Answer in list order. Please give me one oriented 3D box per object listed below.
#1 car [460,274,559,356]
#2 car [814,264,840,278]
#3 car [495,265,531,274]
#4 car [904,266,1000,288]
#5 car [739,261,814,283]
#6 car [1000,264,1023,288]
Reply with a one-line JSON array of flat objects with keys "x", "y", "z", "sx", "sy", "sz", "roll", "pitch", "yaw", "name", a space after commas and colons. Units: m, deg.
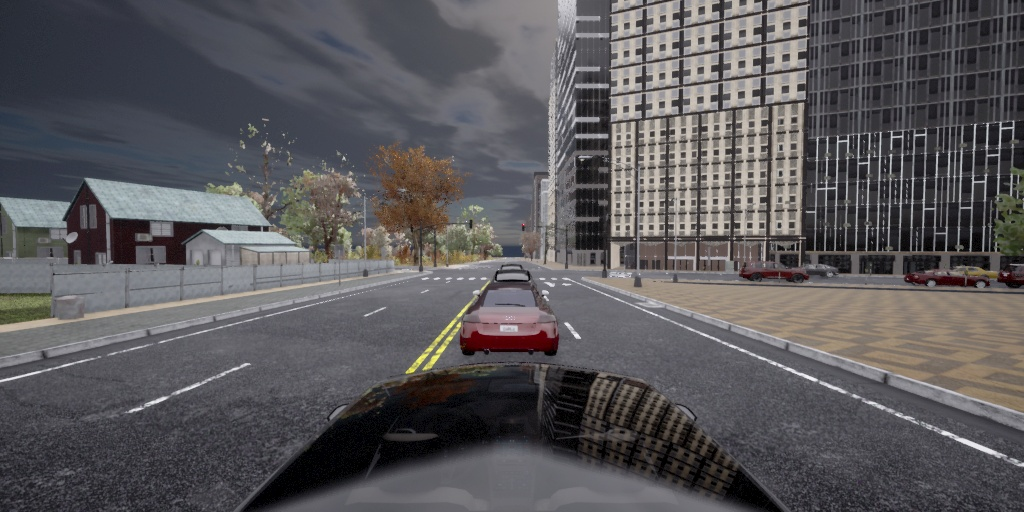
[{"x": -0.032, "y": 1.311, "z": 8.642, "sx": 1.994, "sy": 1.385, "sz": 4.181, "roll": 0, "pitch": 0, "yaw": 1, "name": "car"}, {"x": 31.008, "y": 1.469, "z": 37.171, "sx": 4.403, "sy": 1.370, "sz": 2.007, "roll": 0, "pitch": 0, "yaw": 20, "name": "car"}, {"x": 0.030, "y": 1.251, "z": 14.027, "sx": 1.837, "sy": 1.490, "sz": 4.892, "roll": 0, "pitch": 0, "yaw": 0, "name": "car"}, {"x": 33.631, "y": 1.715, "z": 27.827, "sx": 4.507, "sy": 1.381, "sz": 1.888, "roll": 0, "pitch": 0, "yaw": 20, "name": "car"}, {"x": 22.980, "y": 1.393, "z": 31.714, "sx": 5.009, "sy": 1.841, "sz": 2.192, "roll": 0, "pitch": 0, "yaw": 20, "name": "car"}, {"x": 38.956, "y": 1.530, "z": 25.884, "sx": 5.009, "sy": 1.841, "sz": 2.192, "roll": 0, "pitch": 0, "yaw": 20, "name": "car"}]
